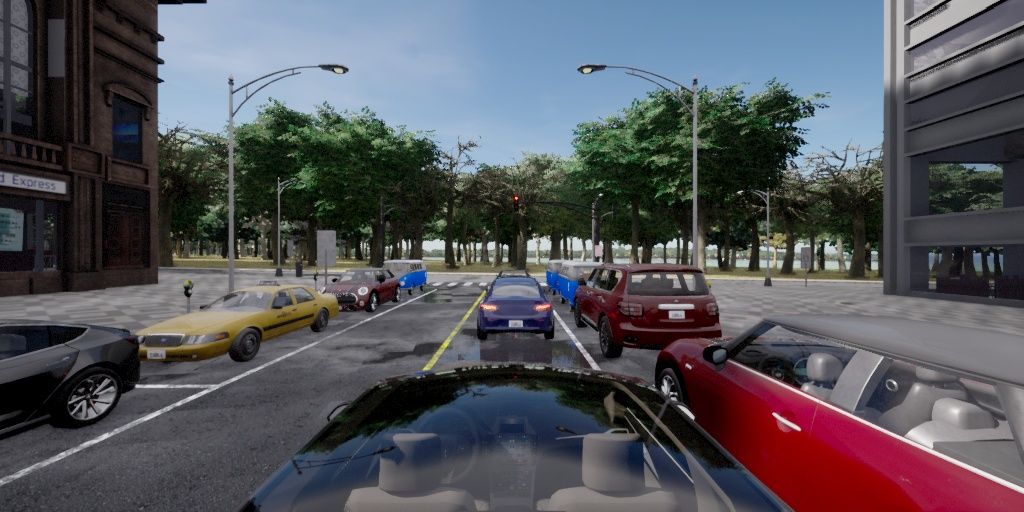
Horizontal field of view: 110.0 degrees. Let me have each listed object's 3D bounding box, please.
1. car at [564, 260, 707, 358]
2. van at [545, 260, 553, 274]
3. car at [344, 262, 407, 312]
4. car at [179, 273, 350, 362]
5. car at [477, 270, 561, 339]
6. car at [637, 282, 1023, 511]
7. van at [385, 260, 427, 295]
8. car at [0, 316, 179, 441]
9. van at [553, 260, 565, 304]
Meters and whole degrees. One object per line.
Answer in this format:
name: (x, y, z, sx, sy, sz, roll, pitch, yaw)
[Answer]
car: (2.761, 1.065, 8.394, 2.192, 1.841, 5.009, 0, 0, 0)
van: (2.759, 1.092, 19.269, 1.690, 1.789, 3.998, 0, 0, 0)
car: (-5.765, 1.190, 13.829, 1.967, 1.591, 4.097, 0, 0, 0)
car: (-5.764, 1.275, 8.222, 1.751, 1.417, 4.829, 0, 0, 0)
car: (0.097, 1.276, 9.931, 1.812, 1.442, 4.674, 0, 0, 0)
car: (2.763, 1.190, 2.956, 1.967, 1.591, 4.097, 0, 0, 0)
van: (-5.766, 1.092, 19.267, 1.690, 1.789, 3.998, 0, 0, 0)
car: (-5.763, 1.316, 2.954, 1.948, 1.339, 4.313, 0, 0, 0)
van: (2.760, 1.091, 13.831, 1.690, 1.789, 3.998, 0, 0, 0)
